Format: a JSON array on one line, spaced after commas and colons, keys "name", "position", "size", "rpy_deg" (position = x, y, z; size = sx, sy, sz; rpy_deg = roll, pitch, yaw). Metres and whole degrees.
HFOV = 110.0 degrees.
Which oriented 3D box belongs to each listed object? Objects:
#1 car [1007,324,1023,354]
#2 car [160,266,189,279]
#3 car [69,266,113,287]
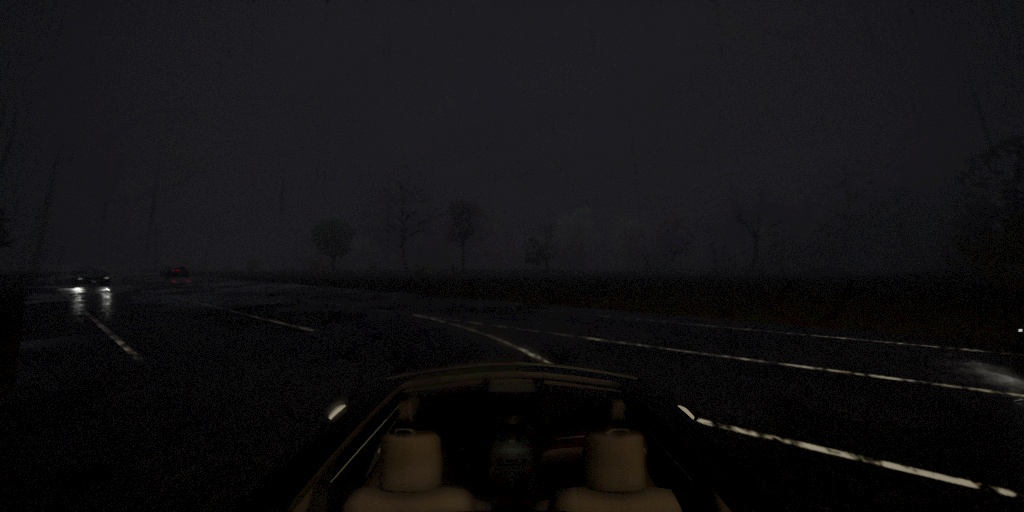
[{"name": "car", "position": [10.916, 1.276, 4.491], "size": [5.357, 1.411, 2.033], "rpy_deg": [0, -1, 37]}, {"name": "car", "position": [-39.369, 1.865, 41.821], "size": [4.902, 1.511, 2.128], "rpy_deg": [-1, 0, 37]}, {"name": "car", "position": [-35.292, 1.793, 30.031], "size": [4.674, 1.442, 1.812], "rpy_deg": [-1, 0, 36]}]
